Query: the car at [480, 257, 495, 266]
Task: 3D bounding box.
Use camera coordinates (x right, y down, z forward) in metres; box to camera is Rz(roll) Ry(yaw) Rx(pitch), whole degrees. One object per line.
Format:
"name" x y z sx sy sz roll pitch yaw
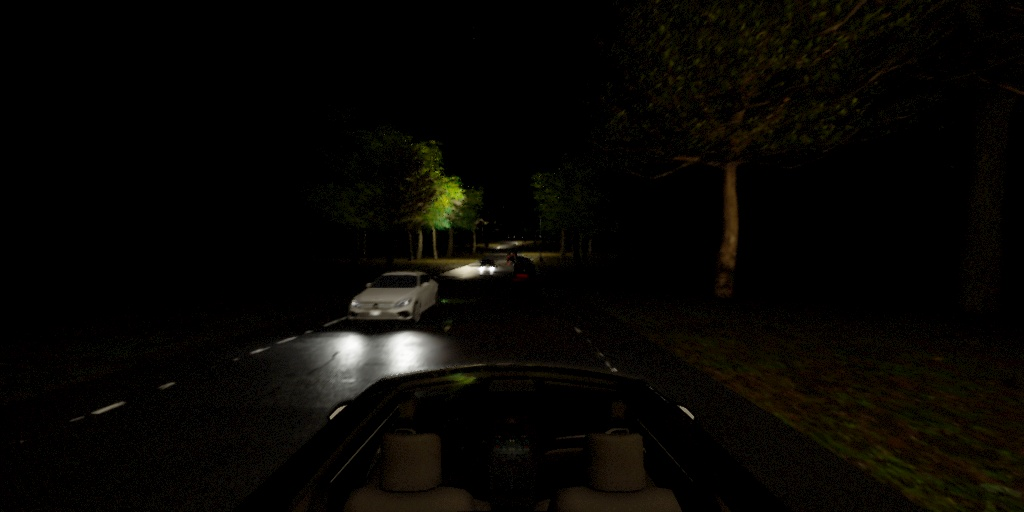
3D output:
"car" -3.546 0.804 52.461 1.895 1.301 4.718 0 1 1

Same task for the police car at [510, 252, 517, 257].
"police car" 1.040 0.709 48.162 1.930 1.638 5.238 0 1 0

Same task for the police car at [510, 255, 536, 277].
"police car" 1.043 0.957 32.164 1.930 1.638 5.238 0 1 0

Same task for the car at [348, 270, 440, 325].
"car" -3.595 1.224 11.773 1.812 1.442 4.674 0 0 0
